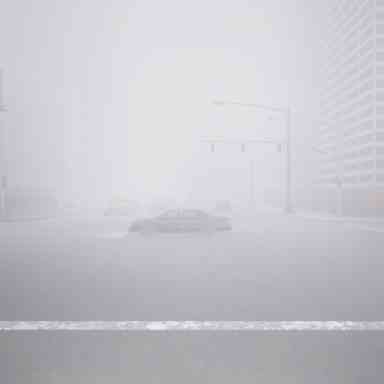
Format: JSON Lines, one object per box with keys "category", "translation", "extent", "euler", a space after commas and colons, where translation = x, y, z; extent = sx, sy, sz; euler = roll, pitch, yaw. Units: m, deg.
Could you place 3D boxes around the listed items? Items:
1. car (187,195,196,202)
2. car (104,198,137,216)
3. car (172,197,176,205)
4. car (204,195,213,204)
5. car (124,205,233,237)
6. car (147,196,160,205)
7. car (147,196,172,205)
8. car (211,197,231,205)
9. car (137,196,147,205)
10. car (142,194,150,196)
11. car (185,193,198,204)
{"category": "car", "translation": [-0.115, 1.382, 74.562], "extent": [1.994, 1.385, 4.181], "euler": [0, 0, 0]}
{"category": "car", "translation": [-7.175, 1.352, 32.980], "extent": [2.097, 1.767, 4.553], "euler": [0, 0, 1]}
{"category": "car", "translation": [-3.653, 1.526, 47.079], "extent": [1.812, 1.442, 4.674], "euler": [0, 0, 0]}
{"category": "car", "translation": [3.405, 1.351, 65.337], "extent": [2.097, 1.767, 4.553], "euler": [0, 0, 0]}
{"category": "car", "translation": [-0.581, 1.547, 17.562], "extent": [5.357, 1.411, 2.033], "euler": [0, 0, 0]}
{"category": "car", "translation": [-7.154, 1.505, 62.265], "extent": [1.837, 1.490, 4.892], "euler": [0, 0, 0]}
{"category": "car", "translation": [-3.640, 1.505, 37.849], "extent": [1.837, 1.490, 4.892], "euler": [0, 0, 0]}
{"category": "car", "translation": [3.480, 1.526, 37.850], "extent": [1.812, 1.442, 4.674], "euler": [0, 0, 1]}
{"category": "car", "translation": [-7.155, 1.547, 42.455], "extent": [2.033, 1.411, 5.357], "euler": [0, 0, 0]}
{"category": "car", "translation": [-7.168, 1.526, 52.279], "extent": [1.812, 1.442, 4.674], "euler": [0, 0, 0]}
{"category": "car", "translation": [-0.099, 1.221, 63.891], "extent": [2.150, 2.045, 5.566], "euler": [0, 0, 0]}
